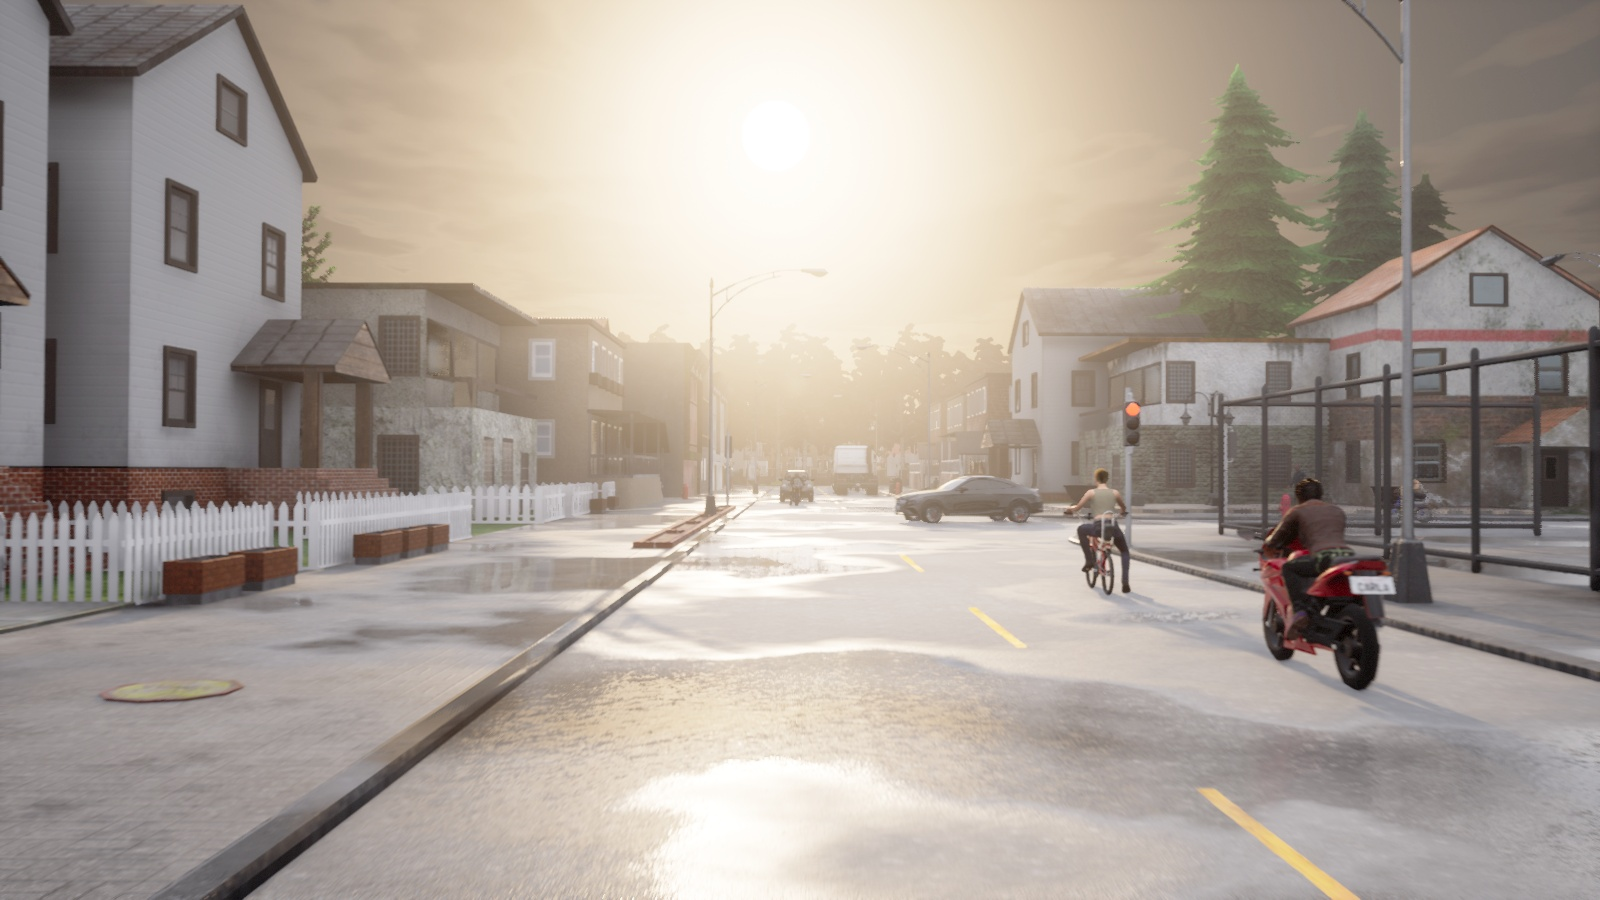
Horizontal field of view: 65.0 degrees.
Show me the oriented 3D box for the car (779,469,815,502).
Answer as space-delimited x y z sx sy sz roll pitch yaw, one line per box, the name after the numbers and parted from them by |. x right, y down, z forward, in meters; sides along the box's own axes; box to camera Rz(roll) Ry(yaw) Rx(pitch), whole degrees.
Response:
-0.156 1.818 65.171 1.851 1.617 3.988 0 -1 0 | car

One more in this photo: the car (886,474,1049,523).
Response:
5.168 1.479 38.907 4.674 1.442 1.812 0 -1 -15 | car

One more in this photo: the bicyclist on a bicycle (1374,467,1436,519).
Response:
19.122 1.348 39.715 1.509 1.612 0.866 0 -1 0 | bicyclist on a bicycle

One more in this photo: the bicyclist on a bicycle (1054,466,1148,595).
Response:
3.922 1.015 16.491 0.866 1.612 1.509 0 -1 1 | bicyclist on a bicycle

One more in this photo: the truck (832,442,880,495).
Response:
3.790 1.282 86.418 2.891 3.462 7.936 0 -1 0 | truck

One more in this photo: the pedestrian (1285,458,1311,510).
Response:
17.530 1.197 44.190 0.726 1.842 0.402 0 -1 -15 | pedestrian

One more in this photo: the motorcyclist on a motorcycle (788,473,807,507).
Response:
-0.135 1.829 57.773 0.866 1.530 2.191 0 -1 0 | motorcyclist on a motorcycle

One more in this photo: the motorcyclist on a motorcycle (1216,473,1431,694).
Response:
3.980 0.947 9.758 0.797 1.523 2.044 0 -1 0 | motorcyclist on a motorcycle
